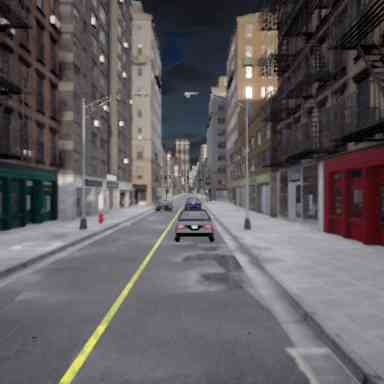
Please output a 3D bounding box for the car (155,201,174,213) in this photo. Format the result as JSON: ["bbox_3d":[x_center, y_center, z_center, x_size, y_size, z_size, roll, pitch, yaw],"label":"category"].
[{"bbox_3d":[-3.061,1.630,37.256,1.895,1.301,4.718,0,0,0],"label":"car"}]

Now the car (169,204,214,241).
[{"bbox_3d":[0.113,1.549,16.783,2.033,1.411,5.357,0,0,0],"label":"car"}]

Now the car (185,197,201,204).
[{"bbox_3d":[0.134,1.389,42.533,2.097,1.767,4.553,0,0,0],"label":"car"}]
